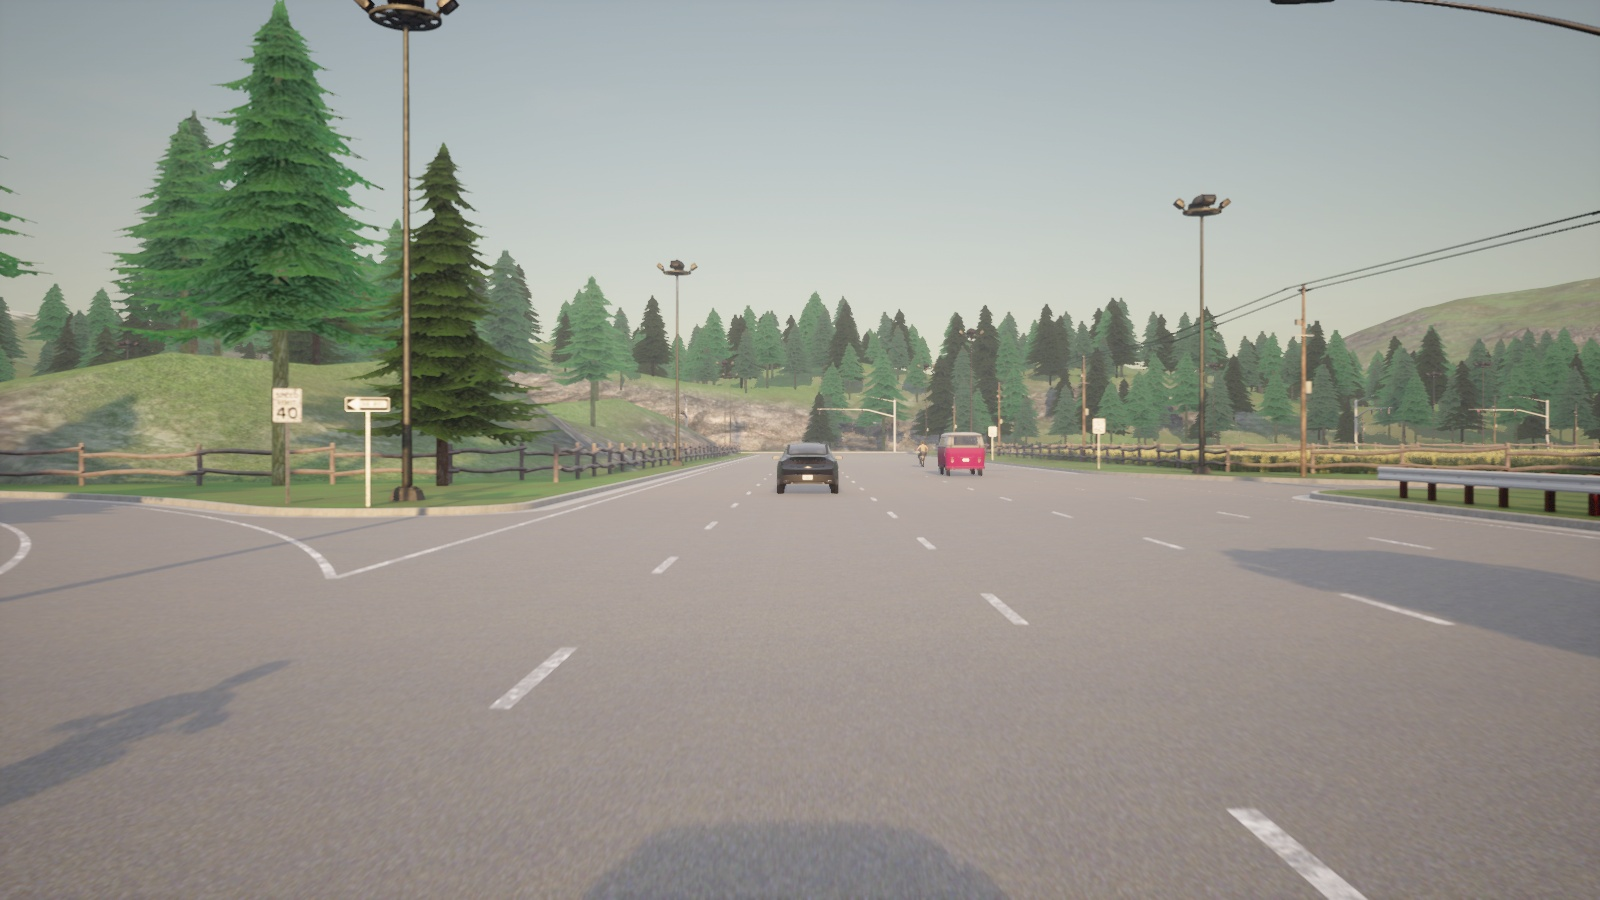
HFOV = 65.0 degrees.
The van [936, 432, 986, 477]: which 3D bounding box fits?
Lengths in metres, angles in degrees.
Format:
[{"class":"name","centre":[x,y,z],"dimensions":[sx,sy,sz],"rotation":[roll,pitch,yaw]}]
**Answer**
[{"class":"van","centre":[7.341,0.181,57.575],"dimensions":[1.775,1.987,4.442],"rotation":[0,0,0]}]

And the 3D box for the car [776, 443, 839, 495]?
[{"class":"car","centre":[0.234,0.534,38.677],"dimensions":[1.837,1.490,4.892],"rotation":[0,0,0]}]
